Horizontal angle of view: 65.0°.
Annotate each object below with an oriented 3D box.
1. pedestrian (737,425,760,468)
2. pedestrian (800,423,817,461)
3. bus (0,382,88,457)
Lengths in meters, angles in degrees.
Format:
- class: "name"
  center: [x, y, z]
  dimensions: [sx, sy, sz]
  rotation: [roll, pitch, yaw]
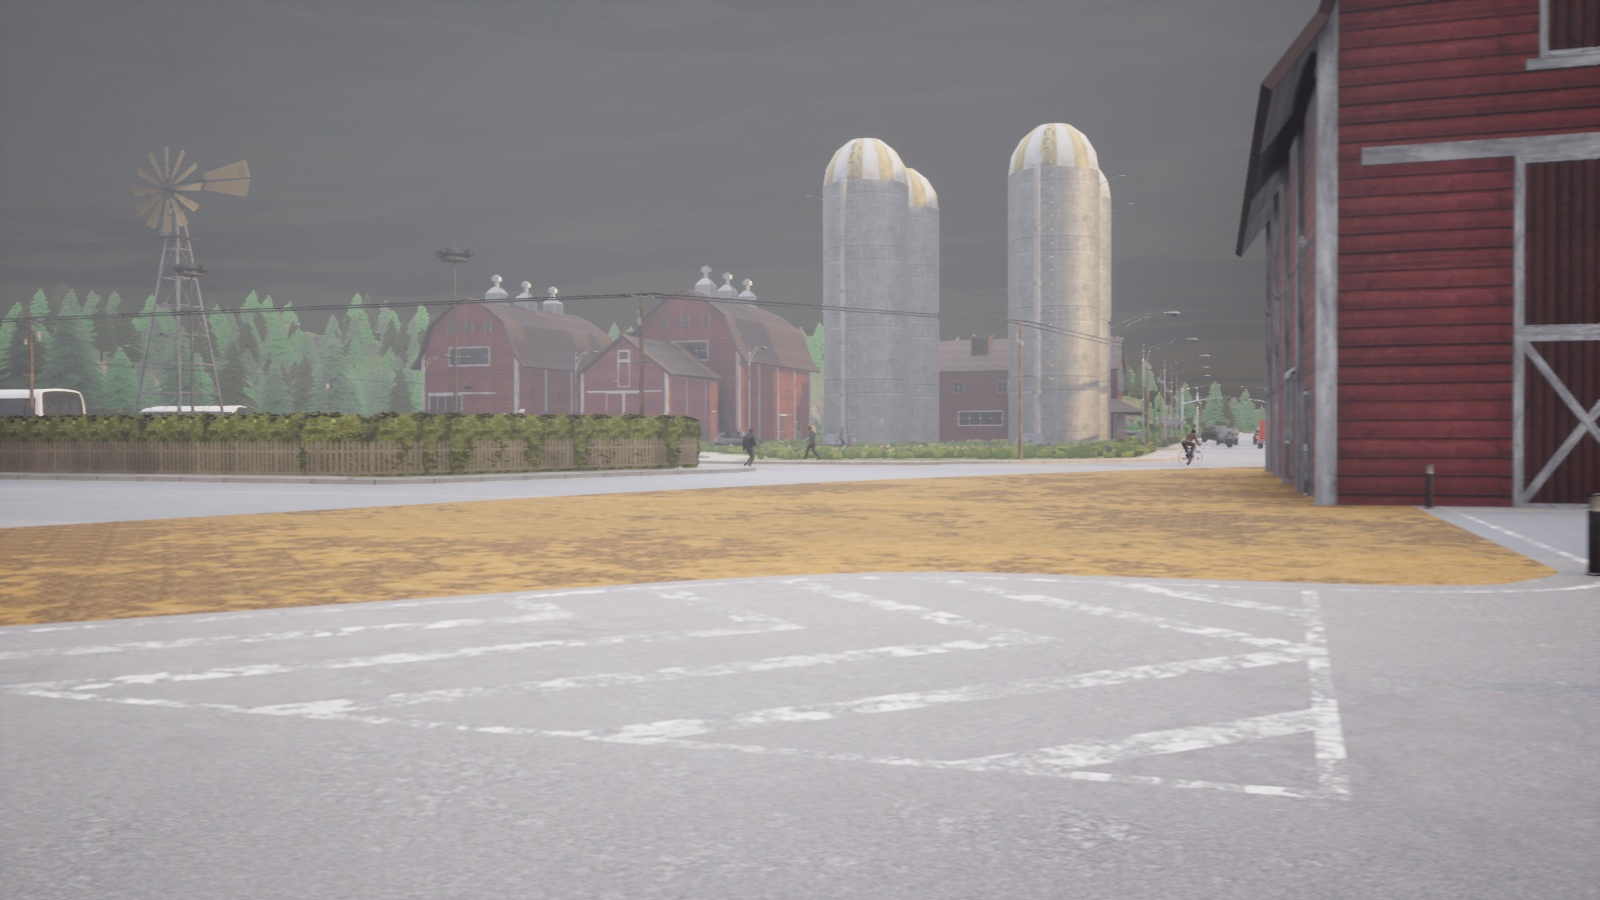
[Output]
- class: "pedestrian"
  center: [-2.267, -0.148, 55.662]
  dimensions: [0.563, 1.883, 0.849]
  rotation: [1, 1, 44]
- class: "pedestrian"
  center: [0.451, -0.410, 64.505]
  dimensions: [0.788, 1.949, 0.423]
  rotation: [1, 1, 18]
- class: "bus"
  center: [-47.999, -1.786, 74.631]
  dimensions: [10.273, 4.253, 3.944]
  rotation: [0, 1, 18]
